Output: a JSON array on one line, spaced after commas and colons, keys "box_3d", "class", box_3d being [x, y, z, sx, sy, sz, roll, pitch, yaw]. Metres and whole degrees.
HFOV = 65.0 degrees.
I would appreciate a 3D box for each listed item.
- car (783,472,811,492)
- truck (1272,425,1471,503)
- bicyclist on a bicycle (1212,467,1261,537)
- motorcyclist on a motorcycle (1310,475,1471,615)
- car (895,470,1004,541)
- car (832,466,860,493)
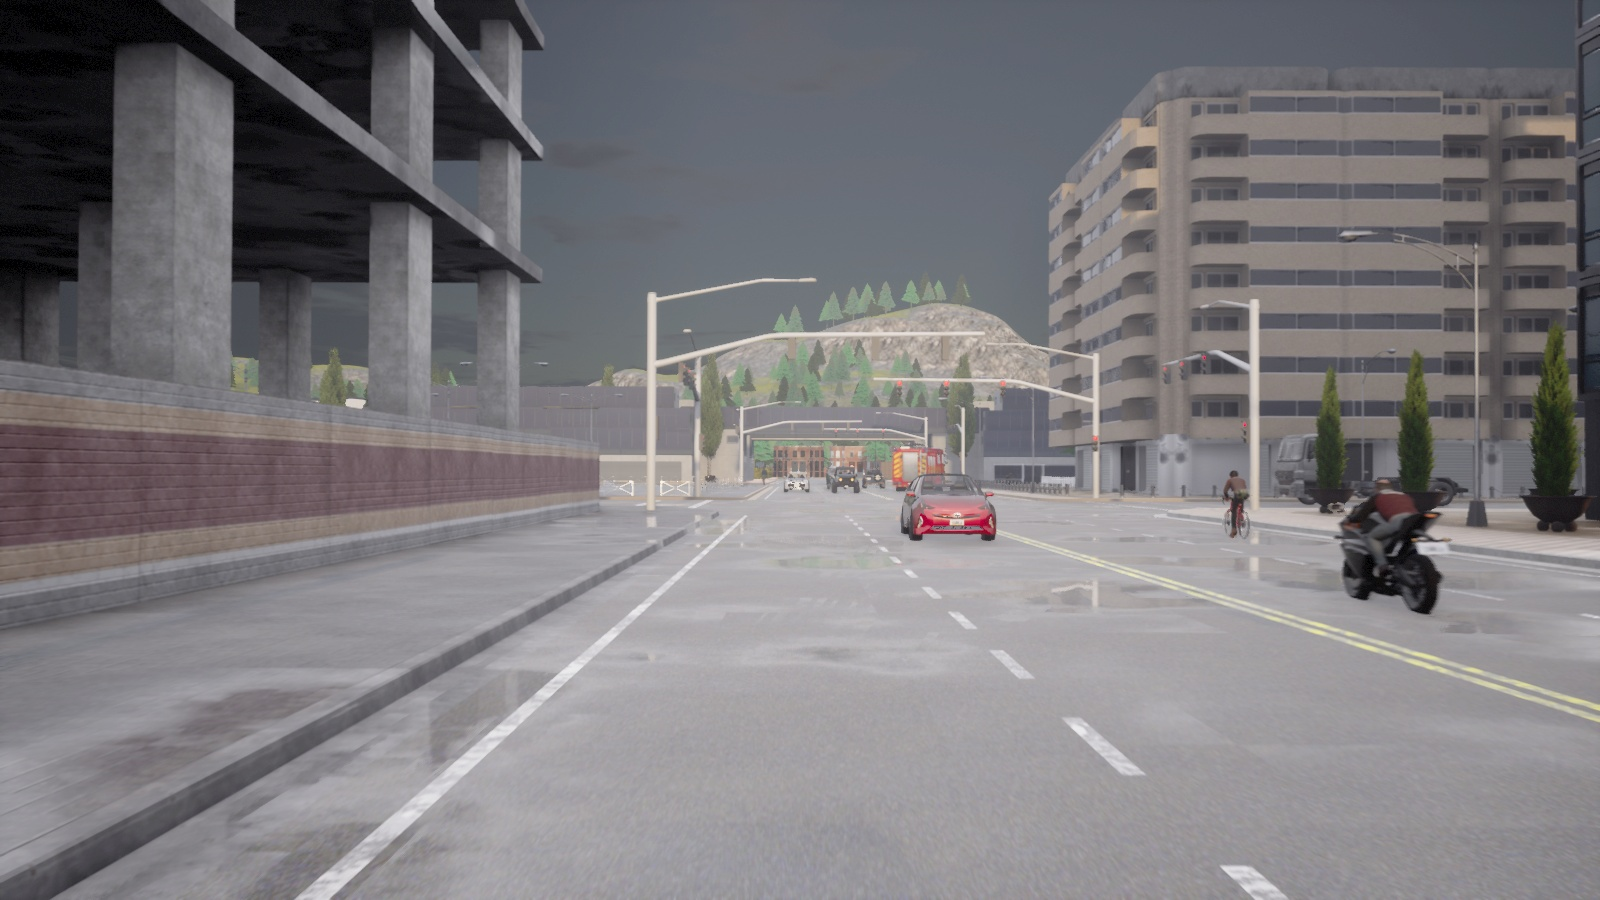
[{"box_3d": [-0.223, 2.327, 92.012, 1.970, 1.475, 3.806, 0, -1, 0], "class": "car"}, {"box_3d": [26.549, 0.654, 58.595, 7.936, 3.462, 2.891, 0, -1, 0], "class": "truck"}, {"box_3d": [10.427, 1.231, 30.055, 0.582, 1.620, 1.656, 0, -1, 0], "class": "bicyclist on a bicycle"}, {"box_3d": [6.964, 1.073, 14.956, 0.866, 1.530, 2.191, 0, -1, 0], "class": "motorcyclist on a motorcycle"}, {"box_3d": [3.428, 1.245, 29.599, 2.007, 1.525, 4.514, 0, -1, 0], "class": "car"}, {"box_3d": [3.281, 2.111, 90.058, 1.905, 1.878, 3.866, 0, -1, 0], "class": "car"}]
